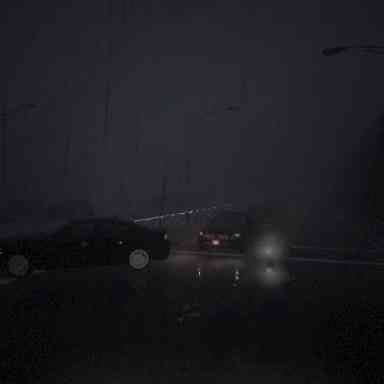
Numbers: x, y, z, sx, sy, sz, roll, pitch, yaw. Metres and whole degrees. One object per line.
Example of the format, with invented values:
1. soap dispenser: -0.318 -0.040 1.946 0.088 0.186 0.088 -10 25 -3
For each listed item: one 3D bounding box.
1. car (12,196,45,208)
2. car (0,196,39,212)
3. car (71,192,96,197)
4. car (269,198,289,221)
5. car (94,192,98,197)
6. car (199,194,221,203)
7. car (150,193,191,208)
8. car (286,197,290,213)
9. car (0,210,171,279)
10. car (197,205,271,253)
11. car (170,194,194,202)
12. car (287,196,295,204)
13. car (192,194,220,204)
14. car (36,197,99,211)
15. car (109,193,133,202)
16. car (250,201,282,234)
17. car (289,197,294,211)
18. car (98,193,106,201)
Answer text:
1. car: -21.725 1.273 44.277 3.633 1.501 1.845 0 0 18
2. car: -15.134 1.356 29.404 3.806 1.475 1.970 0 0 18
3. car: -18.496 1.248 53.734 4.514 1.523 2.007 0 0 18
4. car: 5.854 1.474 24.963 2.128 1.511 4.902 0 0 19
5. car: -21.896 1.298 67.982 3.806 1.475 1.970 0 0 18
6. car: 3.367 1.201 62.977 3.806 1.475 1.970 0 0 18
7. car: -2.992 1.074 41.781 4.605 1.855 1.932 0 0 18
8. car: 7.728 1.486 30.528 1.837 1.490 4.892 0 0 19
9. car: -3.138 1.475 9.889 5.008 1.535 1.882 0 0 -17
10. car: 1.804 1.514 13.906 1.812 1.442 4.674 0 0 24
11. car: -2.145 1.257 68.698 4.514 1.523 2.007 0 0 18
12. car: 11.633 1.482 42.125 1.837 1.490 4.892 0 0 19
13. car: 1.626 1.125 56.792 5.027 1.636 2.152 0 0 18
14. car: -9.052 1.356 24.212 3.633 1.501 1.845 0 0 18
15. car: -13.848 1.045 65.313 4.605 1.855 1.932 0 0 18
16. car: 3.947 1.490 19.316 1.837 1.490 4.892 0 0 19
17. car: 9.764 1.543 36.568 1.994 1.385 4.181 0 0 19
18. car: -20.256 1.013 70.938 3.866 1.878 1.905 0 0 18
